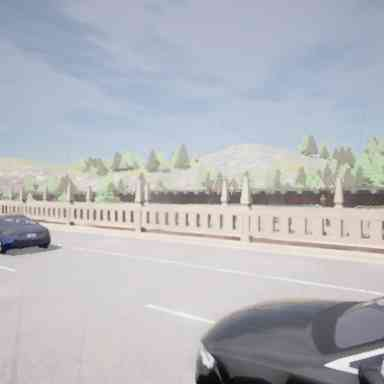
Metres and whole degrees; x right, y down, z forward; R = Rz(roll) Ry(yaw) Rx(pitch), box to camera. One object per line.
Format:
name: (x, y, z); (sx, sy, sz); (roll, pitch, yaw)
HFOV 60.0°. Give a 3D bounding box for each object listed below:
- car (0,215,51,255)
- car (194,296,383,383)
car: (-7.739, 1.637, 13.824); (4.181, 1.385, 1.994); (0, 0, 36)
car: (2.249, 1.489, 2.387); (4.902, 1.511, 2.128); (0, 0, 36)
